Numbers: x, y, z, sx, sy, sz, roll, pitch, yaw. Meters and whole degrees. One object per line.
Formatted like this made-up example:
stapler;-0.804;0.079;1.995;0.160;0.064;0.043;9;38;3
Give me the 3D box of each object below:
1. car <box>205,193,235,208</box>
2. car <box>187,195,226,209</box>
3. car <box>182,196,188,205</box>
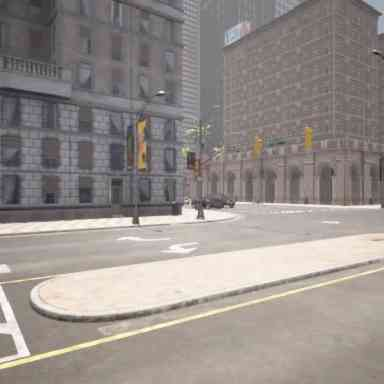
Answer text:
car;3.825;1.221;47.901;2.150;2.045;5.566;0;0;-35
car;1.850;1.478;44.629;1.882;1.535;5.008;0;0;-35
car;-2.191;1.492;56.786;2.128;1.511;4.902;0;0;-34
